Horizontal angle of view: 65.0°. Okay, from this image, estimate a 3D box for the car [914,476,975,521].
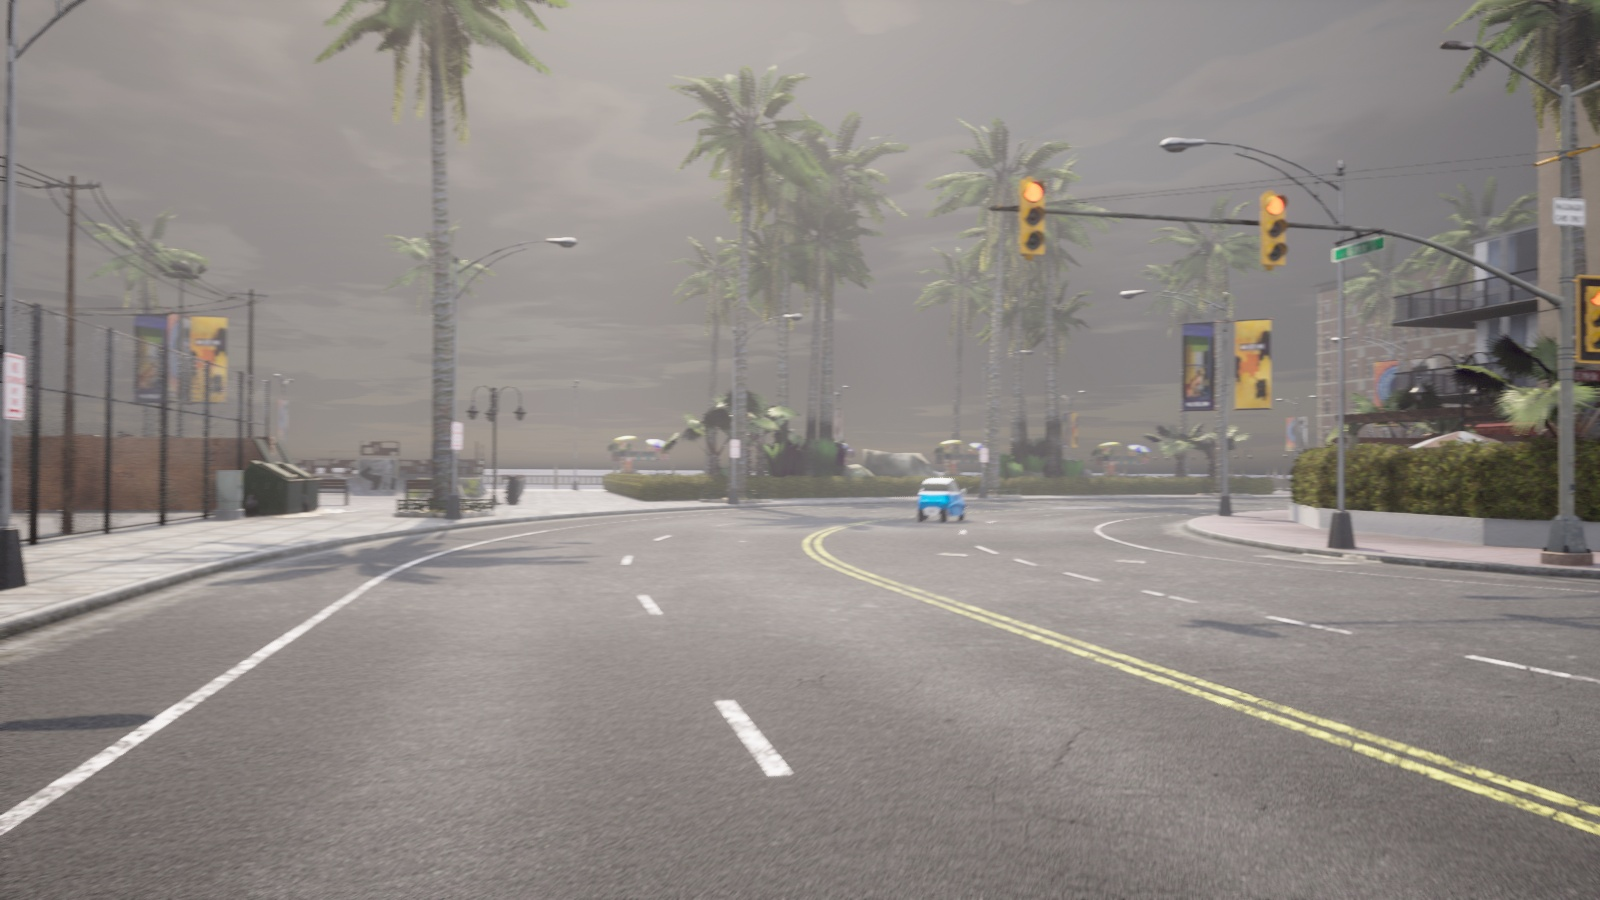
[{"bbox_3d":[4.656,1.541,40.191,1.481,1.376,2.207,-1,-1,19],"label":"car"}]
